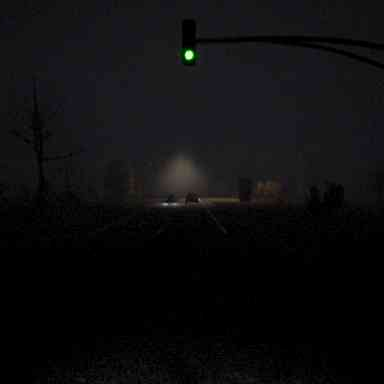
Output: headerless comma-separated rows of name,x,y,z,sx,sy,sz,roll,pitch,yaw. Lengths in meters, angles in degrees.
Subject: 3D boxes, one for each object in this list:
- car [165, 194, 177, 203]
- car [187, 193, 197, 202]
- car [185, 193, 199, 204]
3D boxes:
car,-3.526,1.125,57.081,1.837,1.490,4.892,-1,0,0
car,-0.027,1.059,62.916,1.837,1.490,4.892,-1,0,0
car,-0.025,0.967,52.881,2.097,1.767,4.553,-1,0,0
